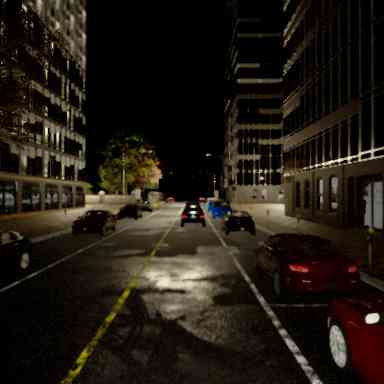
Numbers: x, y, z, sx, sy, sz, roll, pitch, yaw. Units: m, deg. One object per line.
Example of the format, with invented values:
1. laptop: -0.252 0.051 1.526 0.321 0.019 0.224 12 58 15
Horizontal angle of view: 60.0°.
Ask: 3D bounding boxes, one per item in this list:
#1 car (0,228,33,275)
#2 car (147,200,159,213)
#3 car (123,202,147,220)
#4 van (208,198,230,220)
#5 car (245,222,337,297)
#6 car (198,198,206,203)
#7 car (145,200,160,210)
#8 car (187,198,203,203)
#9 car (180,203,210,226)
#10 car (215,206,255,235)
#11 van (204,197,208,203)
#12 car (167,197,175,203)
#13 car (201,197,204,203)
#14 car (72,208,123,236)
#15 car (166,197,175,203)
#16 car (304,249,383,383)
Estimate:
1. car: -5.696 1.641 8.508 2.008 1.369 4.403 0 -1 0
2. car: -5.795 1.924 42.707 1.947 1.339 4.313 0 0 0
3. car: -5.708 1.855 31.311 1.947 1.339 4.313 0 0 0
4. van: 2.674 1.629 31.319 1.690 1.788 3.998 0 0 0
5. car: 2.685 1.671 8.511 1.802 1.307 4.206 0 -1 0
6. car: 2.639 2.179 86.519 1.947 1.339 4.313 0 0 0
7. car: -5.848 1.926 49.942 1.752 1.417 4.829 0 0 0
8. car: 0.076 1.827 41.413 1.882 1.535 5.008 0 -1 0
9. car: 0.085 1.794 25.613 2.033 1.411 5.357 0 0 0
10. car: 2.679 1.750 19.913 2.008 1.369 4.403 0 0 0
11. van: 2.749 1.698 42.716 1.690 1.788 3.998 0 0 0
12. car: -5.745 2.198 92.194 2.008 1.369 4.403 0 0 0
13. car: 2.643 2.020 80.840 1.967 1.590 4.097 0 0 0
14. car: -5.702 1.745 19.908 1.887 1.381 4.507 0 -1 0
15. car: -5.742 2.159 86.512 1.887 1.381 4.507 0 0 0
16. car: 2.688 1.575 2.814 1.887 1.381 4.507 0 -1 0
